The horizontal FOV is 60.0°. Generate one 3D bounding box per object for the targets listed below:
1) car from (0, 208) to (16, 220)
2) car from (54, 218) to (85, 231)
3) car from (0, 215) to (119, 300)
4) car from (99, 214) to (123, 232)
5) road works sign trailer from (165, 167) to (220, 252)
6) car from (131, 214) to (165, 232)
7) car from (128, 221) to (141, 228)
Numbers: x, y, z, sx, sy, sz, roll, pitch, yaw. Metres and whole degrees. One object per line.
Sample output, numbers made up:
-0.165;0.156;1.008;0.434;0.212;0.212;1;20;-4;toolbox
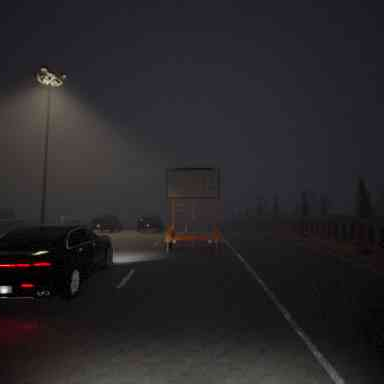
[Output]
-17.581;2.400;29.040;2.150;2.045;5.566;0;-5;0;car
-14.074;3.789;38.522;1.895;1.301;4.718;0;-6;0;car
-3.394;1.558;8.465;1.837;1.490;4.892;0;-1;0;car
-6.882;2.510;26.791;1.812;1.442;4.674;0;-5;0;car
0.070;0.701;14.983;2.380;3.560;2.880;0;-2;3;road works sign trailer
-3.381;2.572;27.905;2.128;1.511;4.902;0;-5;0;car
-13.675;7.703;79.056;1.837;1.490;4.892;-1;-6;4;car
